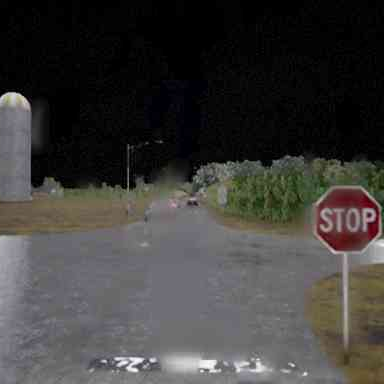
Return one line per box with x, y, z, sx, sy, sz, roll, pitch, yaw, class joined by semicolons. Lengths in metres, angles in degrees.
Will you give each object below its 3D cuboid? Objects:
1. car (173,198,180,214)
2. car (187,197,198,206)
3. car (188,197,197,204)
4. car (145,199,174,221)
-2.799;1.562;38.658;2.097;1.767;4.553;0;0;0;car
0.073;1.791;60.514;1.882;1.535;5.008;0;0;0;car
0.086;1.746;70.938;1.994;1.385;4.181;0;0;0;car
-2.858;1.664;28.628;1.837;1.490;4.892;0;0;2;car
